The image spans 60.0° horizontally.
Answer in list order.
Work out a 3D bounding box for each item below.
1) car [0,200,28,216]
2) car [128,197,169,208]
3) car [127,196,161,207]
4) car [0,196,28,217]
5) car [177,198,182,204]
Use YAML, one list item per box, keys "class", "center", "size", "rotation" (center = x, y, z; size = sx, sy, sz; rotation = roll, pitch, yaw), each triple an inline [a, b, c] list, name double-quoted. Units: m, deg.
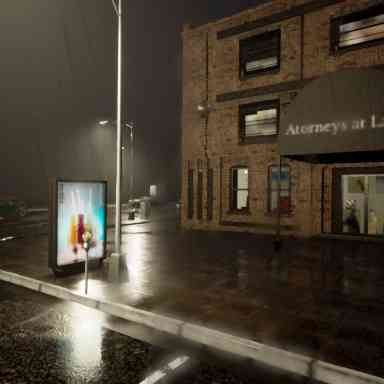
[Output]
- class: "car"
  center: [-17.740, 1.429, 30.340]
  size: [1.895, 1.301, 4.718]
  rotation: [1, 1, 33]
- class: "car"
  center: [-5.148, 1.315, 42.127]
  size: [2.033, 1.411, 5.357]
  rotation: [1, 1, 36]
- class: "car"
  center: [-6.521, 1.315, 45.748]
  size: [1.895, 1.301, 4.718]
  rotation: [1, 1, 36]
- class: "car"
  center: [-16.000, 1.232, 27.128]
  size: [2.097, 1.767, 4.553]
  rotation: [1, 1, 35]
- class: "car"
  center: [-0.410, 1.180, 54.074]
  size: [1.812, 1.442, 4.674]
  rotation: [1, 1, 37]
